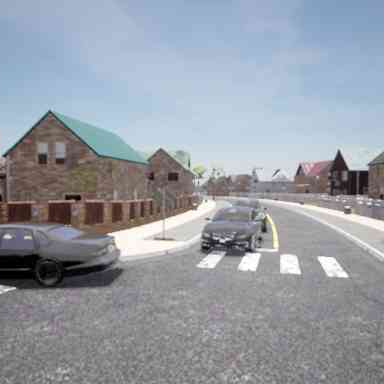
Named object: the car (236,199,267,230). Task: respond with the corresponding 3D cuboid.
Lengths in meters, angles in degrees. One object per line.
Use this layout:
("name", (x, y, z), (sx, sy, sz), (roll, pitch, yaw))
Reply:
("car", (3.212, 1.194, 19.134), (2.097, 1.767, 4.553), (1, 0, 12))

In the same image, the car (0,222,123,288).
("car", (-4.569, 1.496, 8.511), (5.357, 1.411, 2.033), (-1, 1, 2))

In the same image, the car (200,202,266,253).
("car", (1.738, 1.377, 13.411), (1.837, 1.490, 4.892), (1, 0, 17))
